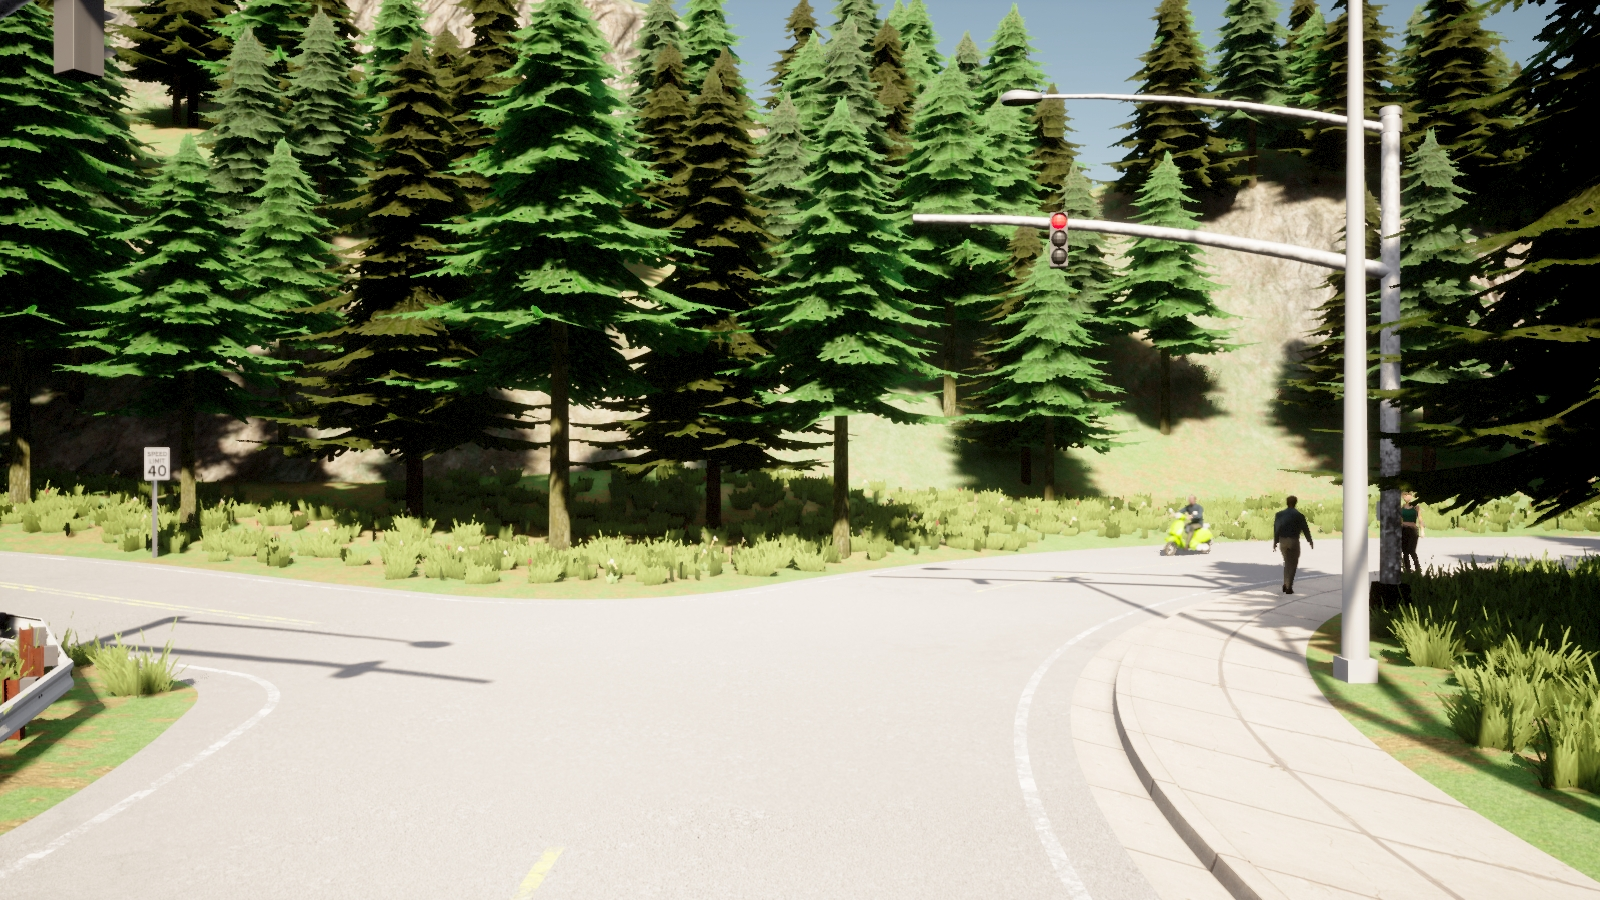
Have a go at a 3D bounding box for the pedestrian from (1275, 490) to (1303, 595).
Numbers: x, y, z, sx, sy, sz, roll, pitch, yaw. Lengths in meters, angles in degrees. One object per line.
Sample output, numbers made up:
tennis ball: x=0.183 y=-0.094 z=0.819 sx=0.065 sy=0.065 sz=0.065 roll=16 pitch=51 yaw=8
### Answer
pedestrian: x=8.877 y=1.668 z=20.729 sx=0.375 sy=1.860 sz=0.375 roll=0 pitch=0 yaw=40

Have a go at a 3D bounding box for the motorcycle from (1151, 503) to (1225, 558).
motorcycle: x=10.286 y=2.113 z=30.276 sx=1.805 sy=1.316 sz=0.856 roll=0 pitch=1 yaw=-30
